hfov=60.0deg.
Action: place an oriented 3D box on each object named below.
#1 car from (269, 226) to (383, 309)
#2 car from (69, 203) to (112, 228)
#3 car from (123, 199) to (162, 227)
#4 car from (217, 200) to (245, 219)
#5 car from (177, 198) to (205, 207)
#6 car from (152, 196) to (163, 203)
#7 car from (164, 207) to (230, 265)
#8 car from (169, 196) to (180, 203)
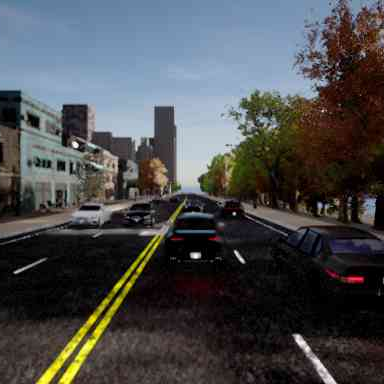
[{"bbox_3d":[3.352,1.531,8.093,2.033,1.411,5.357,0,0,0],"label":"car"},{"bbox_3d":[-6.598,1.480,22.180,1.812,1.442,4.674,0,0,0],"label":"car"},{"bbox_3d":[-3.347,1.459,22.526,1.837,1.490,4.892,0,0,0],"label":"car"},{"bbox_3d":[3.352,1.447,28.728,1.837,1.490,4.892,0,0,0],"label":"car"},{"bbox_3d":[0.103,1.433,28.603,2.128,1.511,4.902,0,0,0],"label":"car"},{"bbox_3d":[-6.510,1.415,63.622,2.033,1.411,5.357,0,0,0],"label":"car"},{"bbox_3d":[0.101,1.481,11.511,1.837,1.490,4.892,0,0,0],"label":"car"},{"bbox_3d":[-3.270,1.430,63.640,1.994,1.385,4.181,0,0,1],"label":"car"}]
